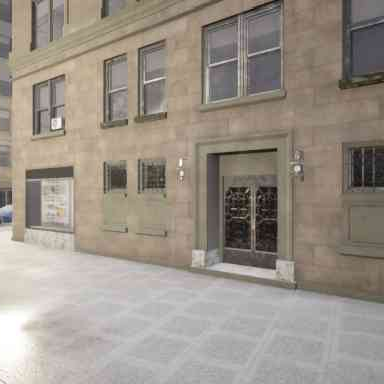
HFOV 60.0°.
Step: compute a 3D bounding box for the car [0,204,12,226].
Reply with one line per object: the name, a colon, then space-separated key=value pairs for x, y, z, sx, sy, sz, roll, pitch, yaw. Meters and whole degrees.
car: x=-11.928 y=1.512 z=23.061 sx=2.033 sy=1.411 sz=5.357 roll=0 pitch=0 yaw=39
